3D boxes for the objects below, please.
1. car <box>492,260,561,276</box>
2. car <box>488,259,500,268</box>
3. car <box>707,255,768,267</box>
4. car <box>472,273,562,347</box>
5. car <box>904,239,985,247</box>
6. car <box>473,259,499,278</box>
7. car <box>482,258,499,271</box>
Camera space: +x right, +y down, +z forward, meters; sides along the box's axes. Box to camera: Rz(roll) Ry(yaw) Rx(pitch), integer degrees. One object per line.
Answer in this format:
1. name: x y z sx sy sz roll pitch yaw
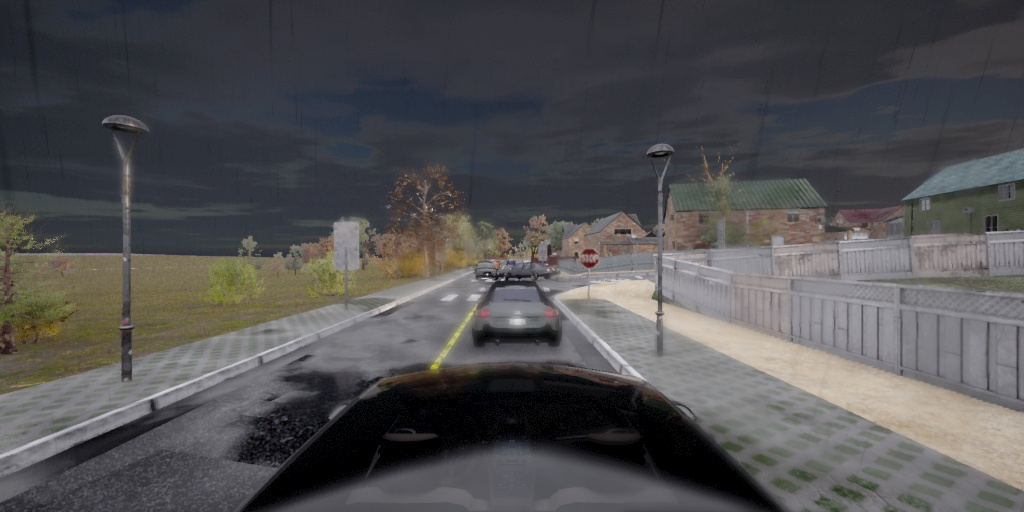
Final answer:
1. car: 1.263 1.198 28.340 5.357 1.411 2.033 -4 -3 43
2. car: -2.996 1.256 61.094 1.882 1.535 5.008 0 0 0
3. car: 14.329 0.413 22.753 4.181 1.385 1.994 -3 0 16
4. car: 0.081 1.313 9.322 1.994 1.385 4.181 0 0 -1
5. car: 23.837 -0.208 20.357 4.902 1.511 2.128 -3 0 14
6. car: -2.332 1.258 31.241 1.837 1.490 4.892 0 0 -8
7. car: -2.984 1.121 51.057 2.097 1.767 4.553 0 0 0
